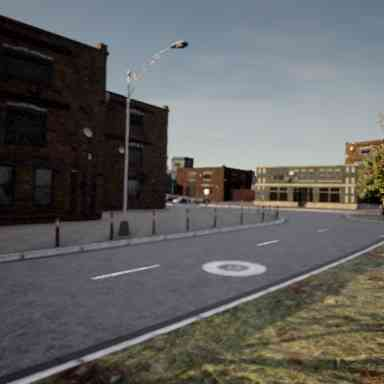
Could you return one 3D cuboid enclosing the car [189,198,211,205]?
[{"bbox_3d":[2.138,1.959,70.275,2.163,1.488,4.792,1,-1,37],"label":"car"}]

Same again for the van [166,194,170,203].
[{"bbox_3d":[-4.549,1.527,75.252,1.878,1.987,4.442,2,-1,37],"label":"van"}]

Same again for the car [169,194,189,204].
[{"bbox_3d":[-2.148,1.695,73.611,2.185,1.767,4.553,2,-1,37],"label":"car"}]
